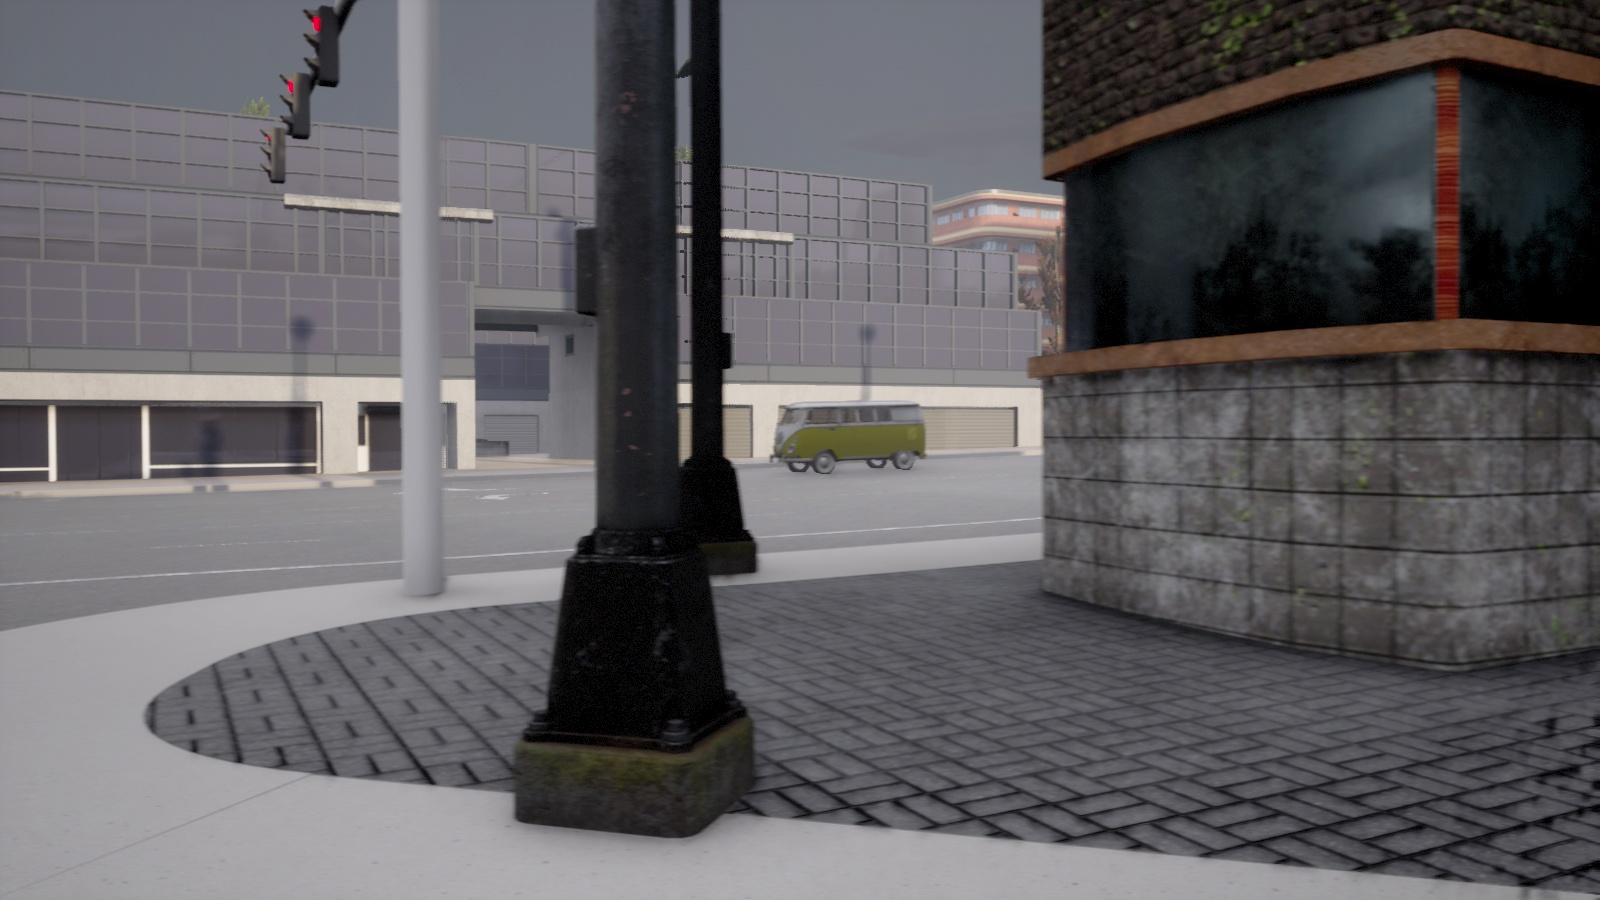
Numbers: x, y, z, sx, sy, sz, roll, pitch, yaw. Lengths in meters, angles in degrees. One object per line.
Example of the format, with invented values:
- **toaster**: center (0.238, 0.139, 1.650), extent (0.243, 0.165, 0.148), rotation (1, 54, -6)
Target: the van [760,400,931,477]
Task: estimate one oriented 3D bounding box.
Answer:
- **van**: center (1.282, -0.370, 35.089), extent (4.442, 1.987, 1.775), rotation (-2, 2, -27)
